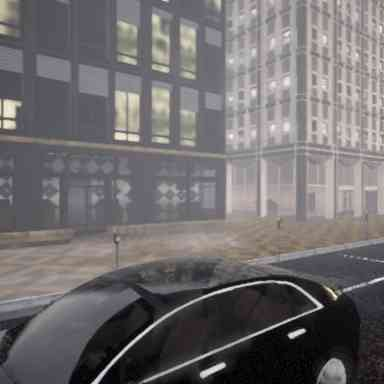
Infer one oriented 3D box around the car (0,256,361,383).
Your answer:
[{"bbox_3d":[-0.303,1.503,3.152,4.892,1.490,1.837,-1,0,-35],"label":"car"}]
